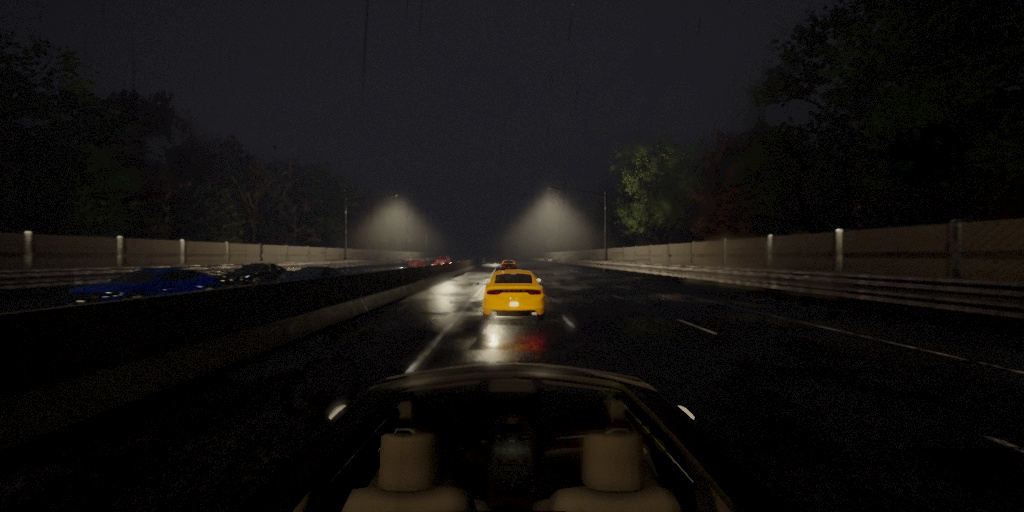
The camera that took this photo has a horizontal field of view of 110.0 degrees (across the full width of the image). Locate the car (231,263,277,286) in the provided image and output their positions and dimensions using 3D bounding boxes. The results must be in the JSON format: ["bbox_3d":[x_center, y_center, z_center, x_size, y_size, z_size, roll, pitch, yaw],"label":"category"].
[{"bbox_3d":[-17.770,1.261,25.062,1.837,1.490,4.892,0,0,-1],"label":"car"}]

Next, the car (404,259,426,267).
[{"bbox_3d":[-14.926,1.236,56.294,1.882,1.535,5.008,0,0,-1],"label":"car"}]

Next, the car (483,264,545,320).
[{"bbox_3d":[0.051,1.230,12.745,1.882,1.535,5.008,0,0,0],"label":"car"}]

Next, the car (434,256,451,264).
[{"bbox_3d":[-11.522,0.981,59.808,2.150,2.045,5.566,0,0,-1],"label":"car"}]

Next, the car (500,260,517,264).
[{"bbox_3d":[-0.418,1.237,43.579,1.882,1.535,5.008,0,0,-1],"label":"car"}]

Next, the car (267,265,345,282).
[{"bbox_3d":[-10.703,1.281,19.471,1.812,1.442,4.674,0,0,-1],"label":"car"}]

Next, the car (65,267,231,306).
[{"bbox_3d":[-14.157,1.233,14.251,1.882,1.535,5.008,0,0,0],"label":"car"}]
